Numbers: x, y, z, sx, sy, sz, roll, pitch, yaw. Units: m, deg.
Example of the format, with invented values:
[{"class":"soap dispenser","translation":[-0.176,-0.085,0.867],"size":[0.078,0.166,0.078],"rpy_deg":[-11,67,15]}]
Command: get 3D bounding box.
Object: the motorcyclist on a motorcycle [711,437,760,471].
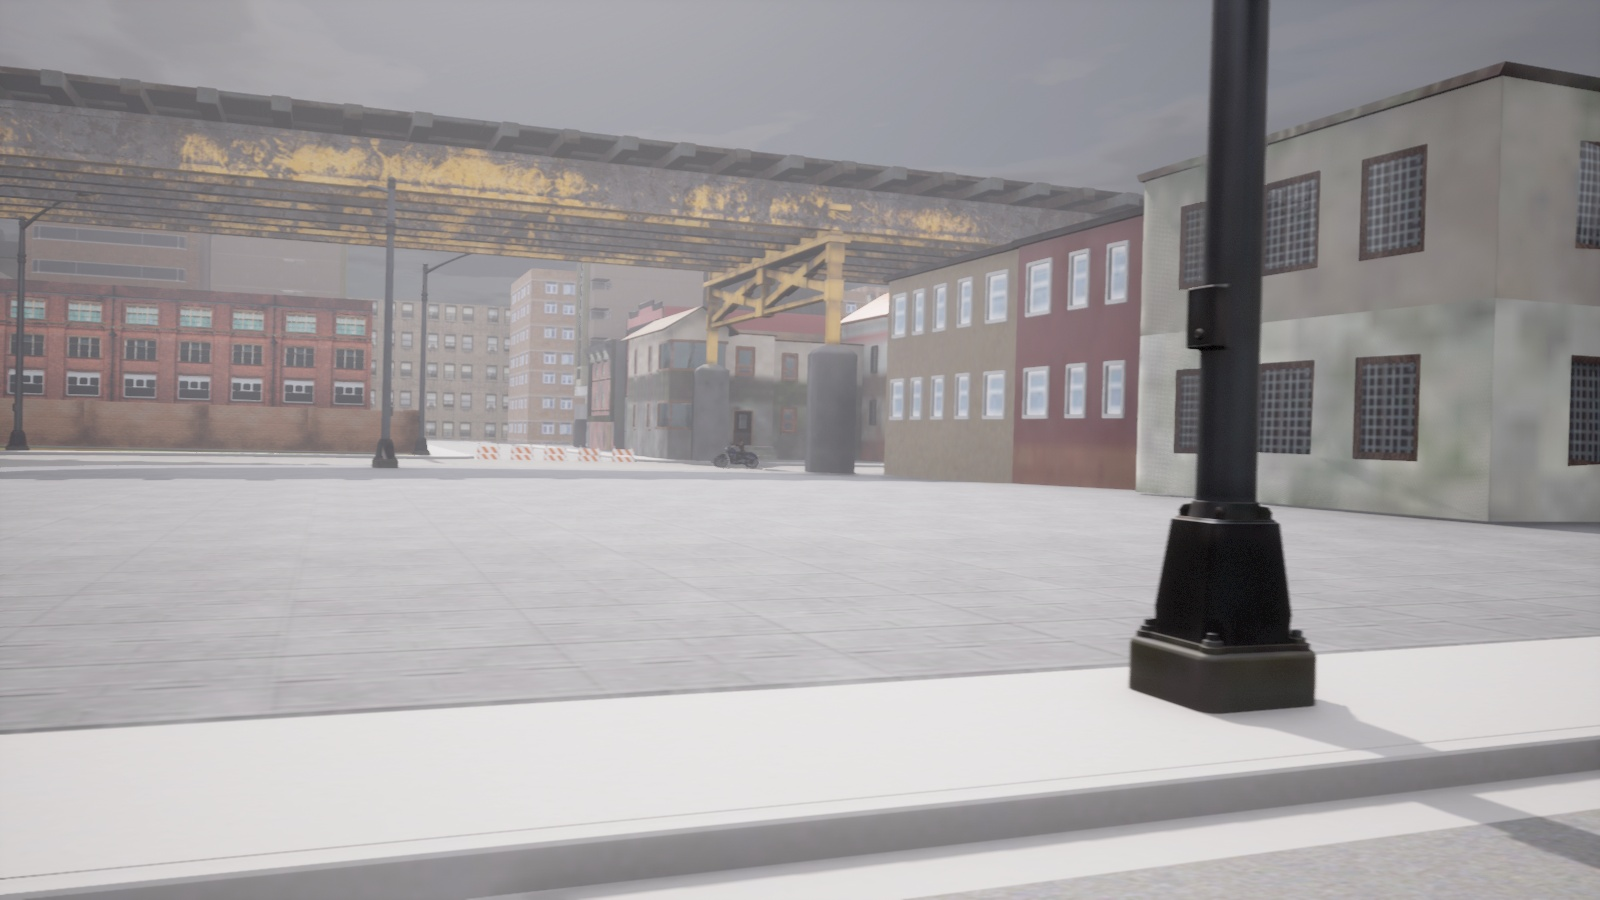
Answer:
[{"class":"motorcyclist on a motorcycle","translation":[-3.251,0.197,63.371],"size":[2.350,1.649,0.766],"rpy_deg":[0,1,-20]}]
